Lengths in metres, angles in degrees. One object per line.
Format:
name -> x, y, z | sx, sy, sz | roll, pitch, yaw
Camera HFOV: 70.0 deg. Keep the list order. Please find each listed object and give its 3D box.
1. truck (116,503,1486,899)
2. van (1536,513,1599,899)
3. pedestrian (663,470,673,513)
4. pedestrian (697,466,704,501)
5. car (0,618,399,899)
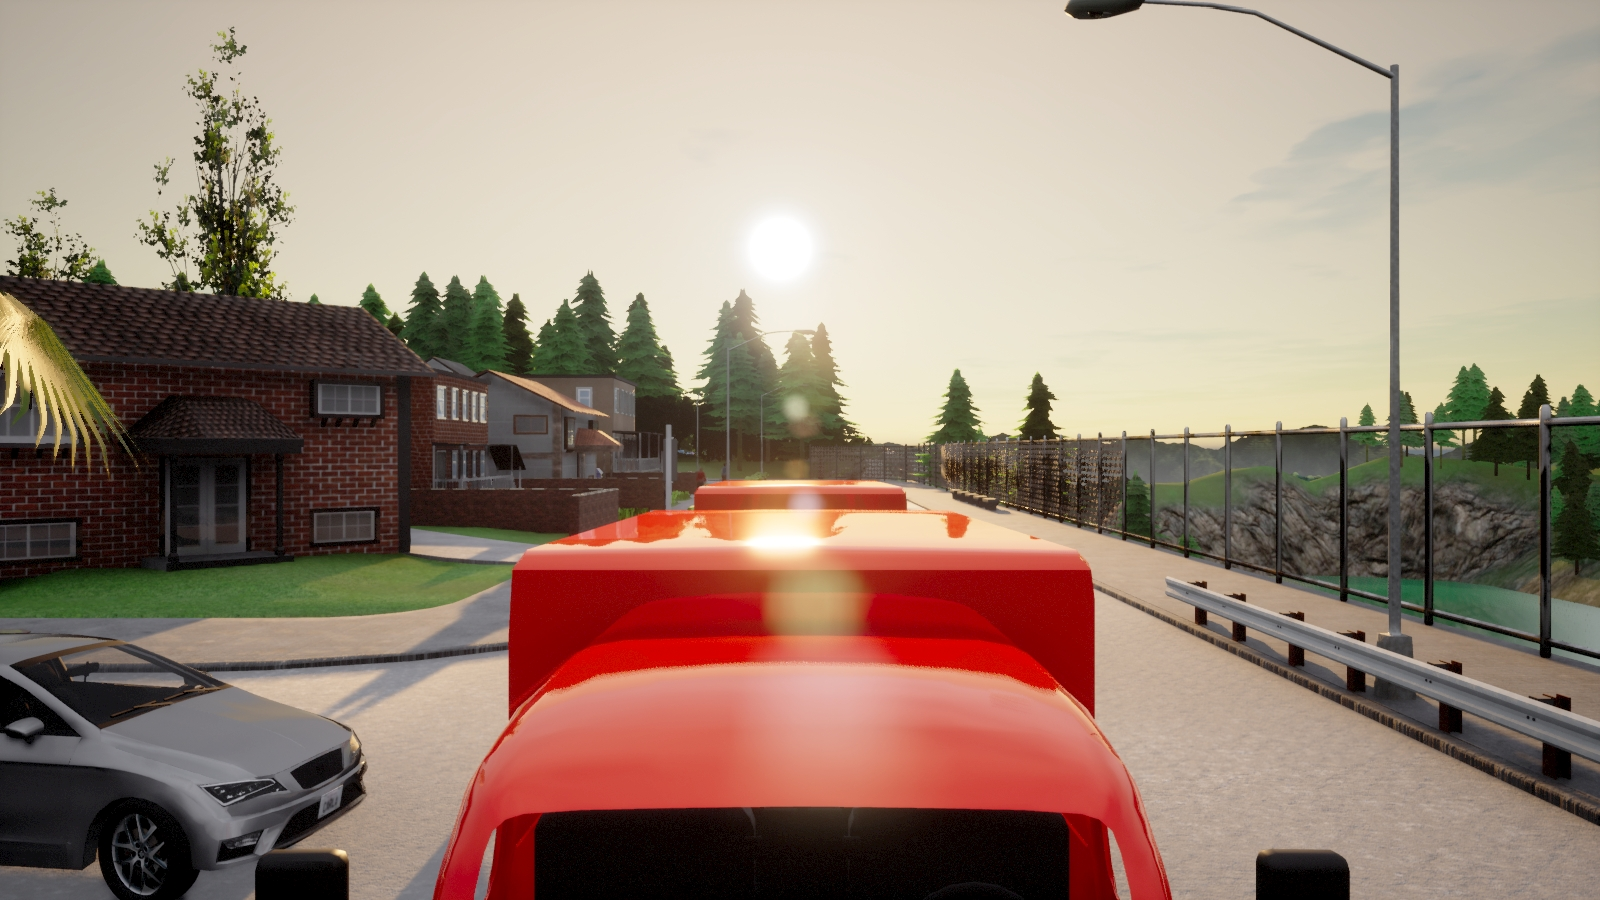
truck -> 0.003, 1.571, 4.792 | 2.627, 2.467, 5.204 | 0, 0, 0
van -> 3.996, 1.536, 1.702 | 1.988, 2.561, 5.915 | 0, 0, 0
pedestrian -> -5.631, 1.765, 48.677 | 0.375, 1.860, 0.375 | 0, 0, 1
pedestrian -> -5.293, 1.769, 60.792 | 0.375, 1.860, 0.375 | 0, 0, 0
car -> -5.218, 2.069, 7.982 | 4.193, 1.474, 1.816 | 0, 0, 8
